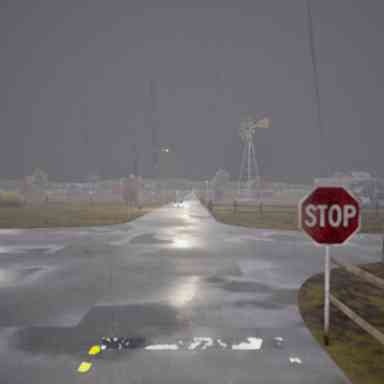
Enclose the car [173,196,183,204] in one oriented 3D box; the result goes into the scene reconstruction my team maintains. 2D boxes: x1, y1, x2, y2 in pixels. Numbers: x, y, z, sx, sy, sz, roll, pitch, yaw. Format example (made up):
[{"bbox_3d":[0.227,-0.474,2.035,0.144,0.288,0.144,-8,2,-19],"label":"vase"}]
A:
[{"bbox_3d":[-2.734,1.612,65.438,2.128,1.511,4.902,0,0,0],"label":"car"}]
